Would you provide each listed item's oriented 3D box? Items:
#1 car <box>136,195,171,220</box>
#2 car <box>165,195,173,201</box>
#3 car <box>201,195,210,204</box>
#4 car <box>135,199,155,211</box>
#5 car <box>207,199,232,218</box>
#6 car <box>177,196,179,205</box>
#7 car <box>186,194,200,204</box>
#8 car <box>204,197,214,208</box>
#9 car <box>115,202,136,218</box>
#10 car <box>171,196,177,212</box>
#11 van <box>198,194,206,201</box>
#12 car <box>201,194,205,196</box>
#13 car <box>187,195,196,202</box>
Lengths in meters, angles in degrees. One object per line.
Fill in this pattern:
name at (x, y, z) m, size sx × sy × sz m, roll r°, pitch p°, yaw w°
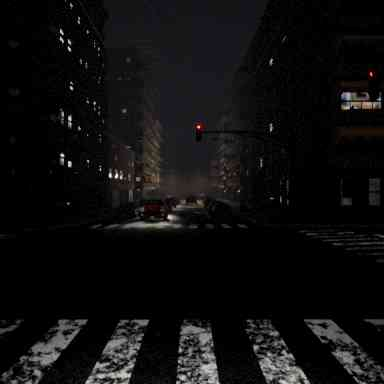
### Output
car at (-3.087, 1.353, 27.630) m, size 2.097 × 1.767 × 4.553 m, roll 0°, pitch 0°, yaw -2°
car at (-5.839, 1.560, 85.447) m, size 1.752 × 1.417 × 4.829 m, roll 0°, pitch 0°, yaw 0°
car at (2.606, 1.553, 46.954) m, size 1.887 × 1.381 × 4.507 m, roll 0°, pitch 0°, yaw 0°
car at (-5.766, 1.571, 41.429) m, size 1.947 × 1.339 × 4.313 m, roll 0°, pitch 0°, yaw 0°
car at (2.634, 1.583, 30.383) m, size 1.802 × 1.307 × 4.206 m, roll 0°, pitch 0°, yaw 0°
car at (-3.164, 1.534, 46.841) m, size 1.812 × 1.442 × 4.674 m, roll 0°, pitch 0°, yaw 0°
car at (-0.103, 1.368, 61.437) m, size 2.097 × 1.767 × 4.553 m, roll 0°, pitch 0°, yaw 0°
car at (2.625, 1.569, 35.907) m, size 1.947 × 1.339 × 4.313 m, roll 0°, pitch 0°, yaw 0°
car at (-5.747, 1.567, 30.381) m, size 1.947 × 1.339 × 4.313 m, roll 0°, pitch 0°, yaw 0°
car at (-3.159, 1.495, 36.736) m, size 2.128 × 1.511 × 4.902 m, roll 0°, pitch 0°, yaw 0°
van at (2.540, 1.376, 85.618) m, size 1.690 × 1.788 × 3.998 m, roll -1°, pitch 0°, yaw 0°
car at (3.048, 1.542, 60.952) m, size 1.812 × 1.442 × 4.674 m, roll 0°, pitch 0°, yaw 0°
car at (-0.115, 1.407, 69.840) m, size 1.994 × 1.385 × 4.181 m, roll 0°, pitch 0°, yaw 0°
